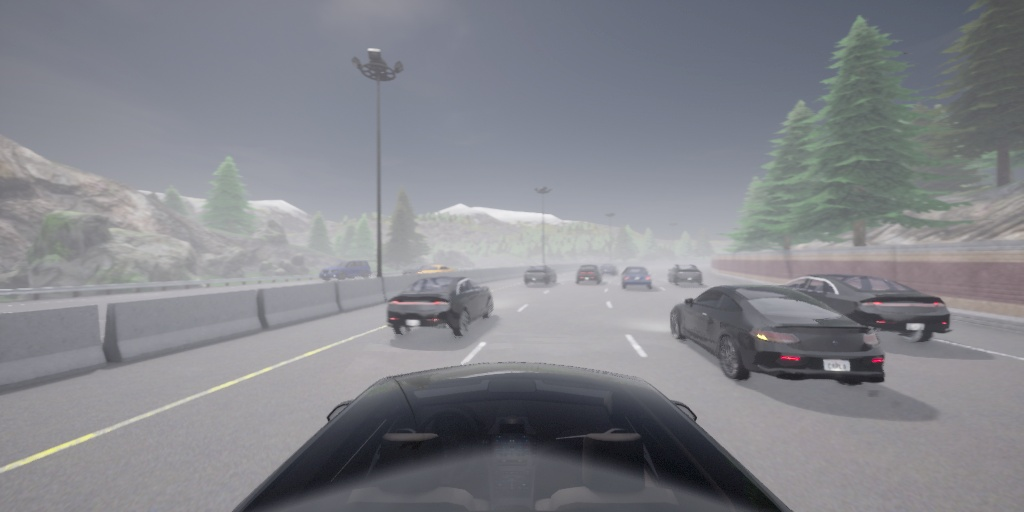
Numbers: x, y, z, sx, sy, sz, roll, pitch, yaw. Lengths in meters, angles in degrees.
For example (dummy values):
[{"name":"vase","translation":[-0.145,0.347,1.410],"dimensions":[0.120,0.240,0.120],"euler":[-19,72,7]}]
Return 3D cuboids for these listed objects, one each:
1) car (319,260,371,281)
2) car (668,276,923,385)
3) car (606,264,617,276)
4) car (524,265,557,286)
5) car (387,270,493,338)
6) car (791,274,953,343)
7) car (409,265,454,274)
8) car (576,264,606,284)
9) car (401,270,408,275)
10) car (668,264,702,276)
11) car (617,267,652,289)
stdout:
[{"name":"car","translation":[-17.110,1.490,37.130],"dimensions":[2.150,2.045,5.566],"euler":[-1,-1,18]},{"name":"car","translation":[4.580,1.283,6.966],"dimensions":[1.812,1.442,4.674],"euler":[-1,-1,8]},{"name":"car","translation":[11.373,1.609,42.392],"dimensions":[1.994,1.385,4.181],"euler":[-1,-1,23]},{"name":"car","translation":[2.297,1.483,28.178],"dimensions":[2.128,1.511,4.902],"euler":[-1,-1,17]},{"name":"car","translation":[-1.885,1.349,10.712],"dimensions":[2.128,1.511,4.902],"euler":[-1,-1,10]},{"name":"car","translation":[8.583,1.237,9.645],"dimensions":[2.128,1.511,4.902],"euler":[-1,-1,10]},{"name":"car","translation":[-7.182,1.616,33.671],"dimensions":[1.882,1.535,5.008],"euler":[-1,-1,18]},{"name":"car","translation":[6.424,1.471,29.555],"dimensions":[1.837,1.490,4.892],"euler":[-1,0,18]},{"name":"car","translation":[-11.079,1.823,43.626],"dimensions":[2.033,1.411,5.357],"euler":[-1,-1,21]},{"name":"car","translation":[12.838,1.366,26.723],"dimensions":[2.128,1.511,4.902],"euler":[-1,-1,18]},{"name":"car","translation":[8.500,1.444,24.661],"dimensions":[2.033,1.411,5.357],"euler":[-1,-1,17]}]
